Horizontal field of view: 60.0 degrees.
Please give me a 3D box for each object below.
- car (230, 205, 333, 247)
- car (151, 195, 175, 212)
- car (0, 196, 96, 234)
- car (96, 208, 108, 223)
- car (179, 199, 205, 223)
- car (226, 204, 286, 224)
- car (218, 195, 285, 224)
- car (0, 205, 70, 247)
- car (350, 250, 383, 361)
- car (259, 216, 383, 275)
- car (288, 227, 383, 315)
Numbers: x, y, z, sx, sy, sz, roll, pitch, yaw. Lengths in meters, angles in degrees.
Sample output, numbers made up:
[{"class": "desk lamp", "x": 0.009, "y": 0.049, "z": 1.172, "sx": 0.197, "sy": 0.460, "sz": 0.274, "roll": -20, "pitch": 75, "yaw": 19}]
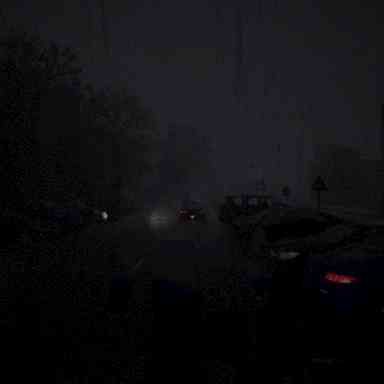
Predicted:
[{"class": "car", "x": 4.377, "y": 1.472, "z": 14.443, "sx": 5.008, "sy": 1.535, "sz": 2.097, "roll": 0, "pitch": 0, "yaw": 0}, {"class": "car", "x": -3.388, "y": 1.421, "z": 36.946, "sx": 2.128, "sy": 1.511, "sz": 4.902, "roll": 0, "pitch": 0, "yaw": 0}, {"class": "car", "x": -8.181, "y": 1.217, "z": 17.021, "sx": 5.566, "sy": 2.045, "sz": 2.435, "roll": 0, "pitch": 0, "yaw": 0}, {"class": "car", "x": -8.163, "y": 1.324, "z": 22.802, "sx": 4.553, "sy": 1.767, "sz": 2.185, "roll": 0, "pitch": -1, "yaw": 0}, {"class": "car", "x": 0.026, "y": 1.497, "z": 24.821, "sx": 1.812, "sy": 1.442, "sz": 4.674, "roll": 0, "pitch": 0, "yaw": 0}, {"class": "car", "x": 4.366, "y": 1.508, "z": 17.270, "sx": 4.674, "sy": 1.452, "sz": 2.002, "roll": 0, "pitch": 0, "yaw": 0}, {"class": "car", "x": 4.384, "y": 1.212, "z": 20.095, "sx": 5.566, "sy": 2.045, "sz": 2.435, "roll": 0, "pitch": 0, "yaw": 0}, {"class": "car", "x": -8.207, "y": 1.473, "z": 14.322, "sx": 4.892, "sy": 1.521, "sz": 2.231, "roll": 0, "pitch": 0, "yaw": 0}, {"class": "car", "x": 4.434, "y": 1.509, "z": 3.140, "sx": 4.792, "sy": 1.488, "sz": 2.163, "roll": 0, "pitch": 0, "yaw": 0}, {"class": "car", "x": 4.391, "y": 1.517, "z": 8.792, "sx": 4.674, "sy": 1.452, "sz": 2.002, "roll": 0, "pitch": 0, "yaw": 0}, {"class": "car", "x": 4.394, "y": 1.518, "z": 5.966, "sx": 4.674, "sy": 1.452, "sz": 2.002, "roll": 0, "pitch": 0, "yaw": 0}]
